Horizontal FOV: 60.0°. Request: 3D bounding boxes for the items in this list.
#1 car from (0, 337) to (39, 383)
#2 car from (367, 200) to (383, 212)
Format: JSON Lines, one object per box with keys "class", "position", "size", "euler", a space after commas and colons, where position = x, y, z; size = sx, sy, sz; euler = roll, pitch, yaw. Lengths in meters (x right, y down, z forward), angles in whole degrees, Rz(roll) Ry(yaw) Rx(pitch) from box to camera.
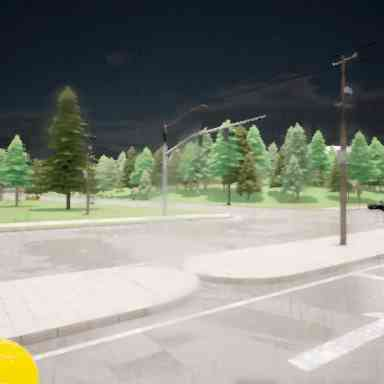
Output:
{"class": "car", "position": [-3.336, 1.475, 1.369], "size": [5.008, 1.535, 1.882], "euler": [0, 0, -35]}
{"class": "car", "position": [23.102, 1.642, 40.130], "size": [4.718, 1.301, 1.895], "euler": [0, 0, -36]}
